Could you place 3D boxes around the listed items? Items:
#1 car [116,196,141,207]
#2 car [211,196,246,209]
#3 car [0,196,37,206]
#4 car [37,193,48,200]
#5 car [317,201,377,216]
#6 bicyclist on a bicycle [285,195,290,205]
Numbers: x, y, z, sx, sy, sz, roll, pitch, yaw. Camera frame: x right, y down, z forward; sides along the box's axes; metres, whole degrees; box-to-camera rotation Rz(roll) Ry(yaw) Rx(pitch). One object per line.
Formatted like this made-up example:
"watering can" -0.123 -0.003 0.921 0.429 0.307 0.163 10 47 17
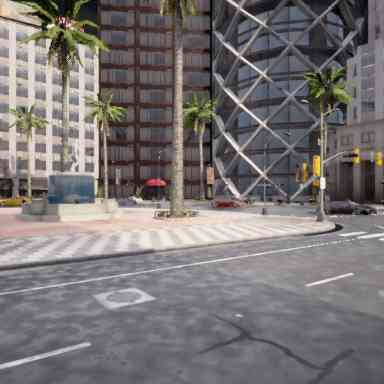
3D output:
"car" -10.653 1.564 51.718 4.181 1.385 1.994 0 0 10
"car" 4.892 1.352 44.358 4.553 1.767 2.097 0 0 38
"car" -28.765 1.478 54.458 5.008 1.535 1.882 0 0 -14
"car" -25.902 1.221 58.678 5.566 2.045 2.150 0 0 -10
"car" 14.937 1.547 32.440 2.033 1.411 5.357 0 0 -36
"bicyclist on a bicycle" 15.720 1.301 54.592 0.582 1.620 1.656 0 0 42
